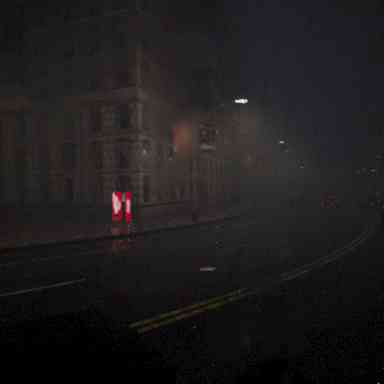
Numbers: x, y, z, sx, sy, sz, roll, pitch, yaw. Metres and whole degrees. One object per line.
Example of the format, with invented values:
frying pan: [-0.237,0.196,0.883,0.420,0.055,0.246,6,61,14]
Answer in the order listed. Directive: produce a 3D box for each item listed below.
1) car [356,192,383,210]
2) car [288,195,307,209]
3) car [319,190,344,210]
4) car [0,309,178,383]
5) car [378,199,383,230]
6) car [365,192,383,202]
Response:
car: [18.491,1.044,34.887,1.812,1.442,4.674,-1,0,21]
car: [12.153,1.136,38.141,1.812,1.442,4.674,-1,0,20]
car: [15.233,0.779,36.411,2.150,2.045,5.566,-1,0,21]
car: [-2.365,1.628,2.057,4.718,1.301,1.895,-1,0,-36]
car: [11.569,1.285,18.331,1.994,1.385,4.181,-1,0,29]
car: [28.659,0.755,52.119,2.128,1.511,4.902,-1,0,20]
